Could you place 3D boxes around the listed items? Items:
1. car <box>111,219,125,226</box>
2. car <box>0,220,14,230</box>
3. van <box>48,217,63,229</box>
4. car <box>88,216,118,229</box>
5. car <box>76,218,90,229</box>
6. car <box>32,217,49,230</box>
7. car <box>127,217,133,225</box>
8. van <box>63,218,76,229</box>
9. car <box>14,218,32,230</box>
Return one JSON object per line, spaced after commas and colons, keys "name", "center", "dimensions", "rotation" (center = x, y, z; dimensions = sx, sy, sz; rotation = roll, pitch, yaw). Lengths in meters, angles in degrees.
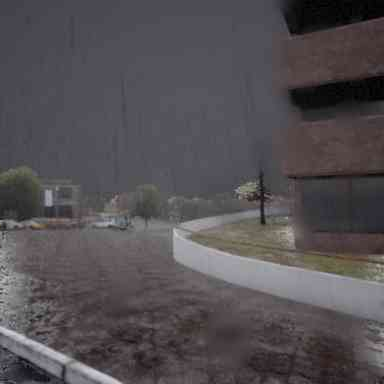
{"name": "car", "center": [-20.507, 8.382, 92.068], "dimensions": [1.946, 1.575, 5.366], "rotation": [0, 1, 10]}
{"name": "car", "center": [-28.315, 4.575, 46.727], "dimensions": [4.674, 1.452, 2.002], "rotation": [0, -6, 5]}
{"name": "van", "center": [-24.348, 5.176, 54.923], "dimensions": [4.442, 1.987, 1.878], "rotation": [0, -6, 5]}
{"name": "car", "center": [-18.061, 6.591, 68.533], "dimensions": [5.566, 2.045, 2.435], "rotation": [0, -6, 5]}
{"name": "car", "center": [-21.886, 5.978, 60.347], "dimensions": [4.892, 1.521, 2.231], "rotation": [0, -6, 5]}
{"name": "car", "center": [-25.938, 5.111, 52.201], "dimensions": [5.366, 1.575, 1.946], "rotation": [0, -6, 5]}
{"name": "car", "center": [-18.059, 8.435, 90.230], "dimensions": [2.163, 1.488, 4.792], "rotation": [0, 1, 10]}
{"name": "van", "center": [-23.061, 5.465, 57.649], "dimensions": [4.442, 1.987, 1.878], "rotation": [0, -6, 5]}
{"name": "car", "center": [-27.043, 4.865, 49.461], "dimensions": [4.674, 1.452, 2.002], "rotation": [0, -6, 5]}
